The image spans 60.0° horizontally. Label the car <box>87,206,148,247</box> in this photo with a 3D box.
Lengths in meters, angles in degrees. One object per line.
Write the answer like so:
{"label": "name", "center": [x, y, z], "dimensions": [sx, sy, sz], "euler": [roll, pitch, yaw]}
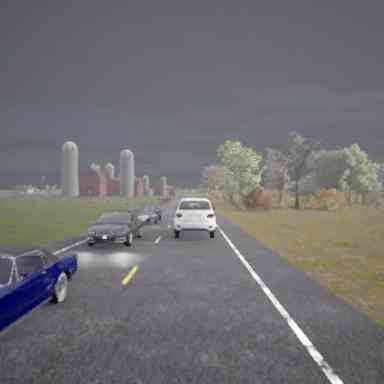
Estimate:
{"label": "car", "center": [-3.530, 1.631, 15.966], "dimensions": [1.837, 1.490, 4.892], "euler": [0, -1, 1]}

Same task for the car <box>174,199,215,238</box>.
{"label": "car", "center": [0.173, 1.400, 19.238], "dimensions": [2.150, 2.045, 5.566], "euler": [0, -1, 1]}

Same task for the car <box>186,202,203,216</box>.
{"label": "car", "center": [0.243, 1.884, 37.882], "dimensions": [1.812, 1.442, 4.674], "euler": [0, 0, 1]}

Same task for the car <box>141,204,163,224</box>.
{"label": "car", "center": [-3.435, 1.718, 26.710], "dimensions": [2.128, 1.511, 4.902], "euler": [0, 0, 1]}

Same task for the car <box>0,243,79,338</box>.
{"label": "car", "center": [-3.589, 1.629, 5.553], "dimensions": [1.895, 1.301, 4.718], "euler": [0, -1, 0]}
